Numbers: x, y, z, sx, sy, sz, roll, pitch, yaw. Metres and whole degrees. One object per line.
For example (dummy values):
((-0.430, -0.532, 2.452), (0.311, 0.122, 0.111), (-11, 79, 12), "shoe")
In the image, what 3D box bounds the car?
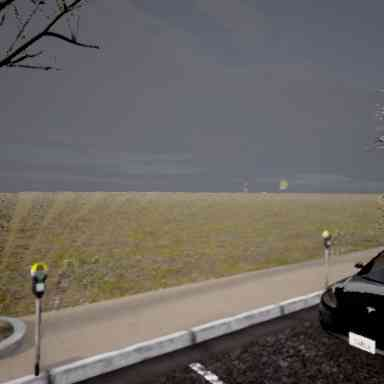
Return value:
((3.965, 1.565, 5.527), (4.313, 1.339, 1.947), (0, 1, -35), "car")
